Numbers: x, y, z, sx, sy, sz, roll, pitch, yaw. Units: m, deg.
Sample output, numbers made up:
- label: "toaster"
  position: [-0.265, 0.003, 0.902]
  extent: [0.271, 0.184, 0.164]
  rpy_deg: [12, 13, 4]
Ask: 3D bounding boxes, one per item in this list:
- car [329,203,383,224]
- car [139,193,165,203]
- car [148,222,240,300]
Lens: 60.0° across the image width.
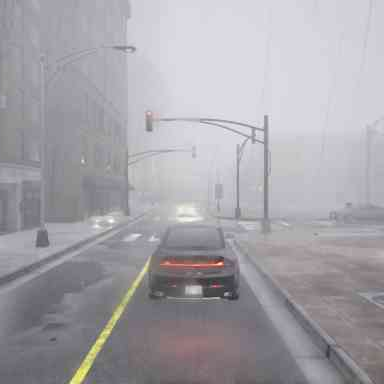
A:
- label: "car"
  position: [12.061, 1.512, 23.748]
  extent: [4.181, 1.385, 1.994]
  rpy_deg: [0, 0, 0]
- label: "car"
  position: [-8.402, 1.286, 70.028]
  extent: [5.566, 2.045, 2.150]
  rpy_deg: [0, 0, 9]
- label: "car"
  position: [0.058, 1.504, 8.358]
  extent: [1.837, 1.490, 4.892]
  rpy_deg: [0, 0, 1]
